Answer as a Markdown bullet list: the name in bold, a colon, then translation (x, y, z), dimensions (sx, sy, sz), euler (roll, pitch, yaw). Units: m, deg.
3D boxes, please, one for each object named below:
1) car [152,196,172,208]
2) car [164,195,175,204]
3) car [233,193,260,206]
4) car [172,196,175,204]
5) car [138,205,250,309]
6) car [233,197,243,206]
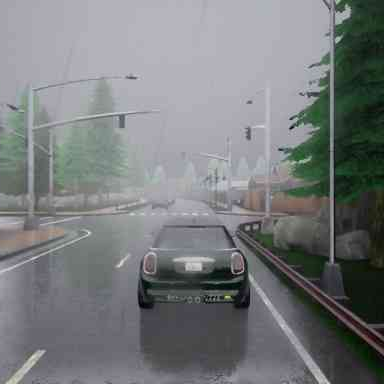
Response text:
- **car**: translation (-4.115, 1.534, 43.746), dimensions (1.994, 1.385, 4.181), euler (0, 0, -1)
- **car**: translation (-4.290, 1.448, 63.780), dimensions (1.882, 1.535, 5.008), euler (0, 0, 0)
- **car**: translation (8.358, 1.146, 51.295), dimensions (3.866, 1.878, 1.905), euler (0, 0, -1)
- **car**: translation (-4.204, 1.571, 53.601), dimensions (1.895, 1.301, 4.718), euler (0, 0, 0)
- **car**: translation (0.051, 1.352, 8.049), dimensions (2.097, 1.767, 4.553), euler (0, 0, 0)
- **car**: translation (8.776, 1.144, 48.785), dimensions (4.605, 1.855, 1.932), euler (0, 0, -1)
